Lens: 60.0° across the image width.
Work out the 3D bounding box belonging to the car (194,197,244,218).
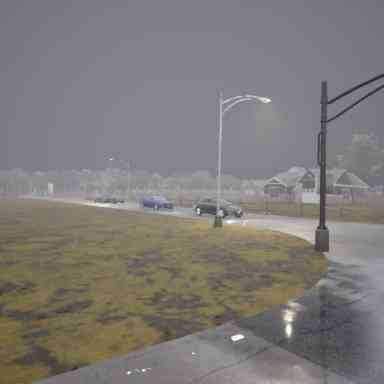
[{"bbox_3d":[2.062,1.226,26.476,1.837,1.490,4.892,2,0,-35],"label":"car"}]

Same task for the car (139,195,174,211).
[{"bbox_3d":[-3.734,1.083,34.621,1.882,1.535,5.008,2,0,-36],"label":"car"}]

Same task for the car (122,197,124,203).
[{"bbox_3d":[-12.393,1.087,52.995,1.994,1.385,4.181,2,-1,-35],"label":"car"}]

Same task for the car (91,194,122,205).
[{"bbox_3d":[-11.965,1.072,46.224,1.895,1.301,4.718,2,-1,-35],"label":"car"}]

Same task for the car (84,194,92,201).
[{"bbox_3d":[-18.192,1.007,61.146,2.033,1.411,5.357,2,-1,-35],"label":"car"}]
